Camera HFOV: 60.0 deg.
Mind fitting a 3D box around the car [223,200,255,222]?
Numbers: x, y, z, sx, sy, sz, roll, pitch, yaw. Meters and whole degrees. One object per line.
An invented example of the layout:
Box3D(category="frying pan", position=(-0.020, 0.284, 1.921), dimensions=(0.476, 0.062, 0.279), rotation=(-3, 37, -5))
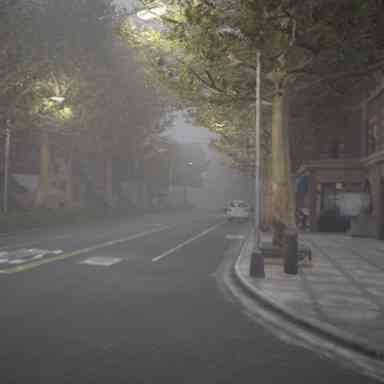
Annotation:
Box3D(category="car", position=(4.970, 1.976, 34.823), dimensions=(2.435, 2.045, 5.566), rotation=(1, -1, 12))

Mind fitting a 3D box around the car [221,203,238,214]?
Box3D(category="car", position=(6.087, 2.615, 53.737), dimensions=(2.128, 1.511, 4.902), rotation=(1, -1, 13))

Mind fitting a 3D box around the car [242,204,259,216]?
Box3D(category="car", position=(8.623, 2.550, 48.719), dimensions=(2.231, 1.521, 4.892), rotation=(1, -1, 12))

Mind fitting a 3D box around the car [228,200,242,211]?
Box3D(category="car", position=(8.289, 2.573, 63.922), dimensions=(2.150, 2.045, 5.566), rotation=(1, -1, 12))

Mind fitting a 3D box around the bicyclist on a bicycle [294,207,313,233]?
Box3D(category="bicyclist on a bicycle", position=(7.025, 1.832, 21.699), dimensions=(1.656, 1.620, 0.582), rotation=(0, -1, 12))
